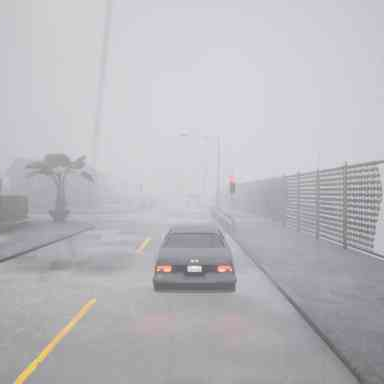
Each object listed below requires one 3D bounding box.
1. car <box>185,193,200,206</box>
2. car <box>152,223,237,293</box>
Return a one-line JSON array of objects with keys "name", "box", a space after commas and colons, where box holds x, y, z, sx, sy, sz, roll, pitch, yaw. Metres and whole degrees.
[{"name": "car", "box": [0.153, 1.221, 53.065, 2.150, 2.045, 5.566, 0, 0, 0]}, {"name": "car", "box": [0.072, 1.547, 8.996, 2.033, 1.411, 5.357, 0, 0, 1]}]
